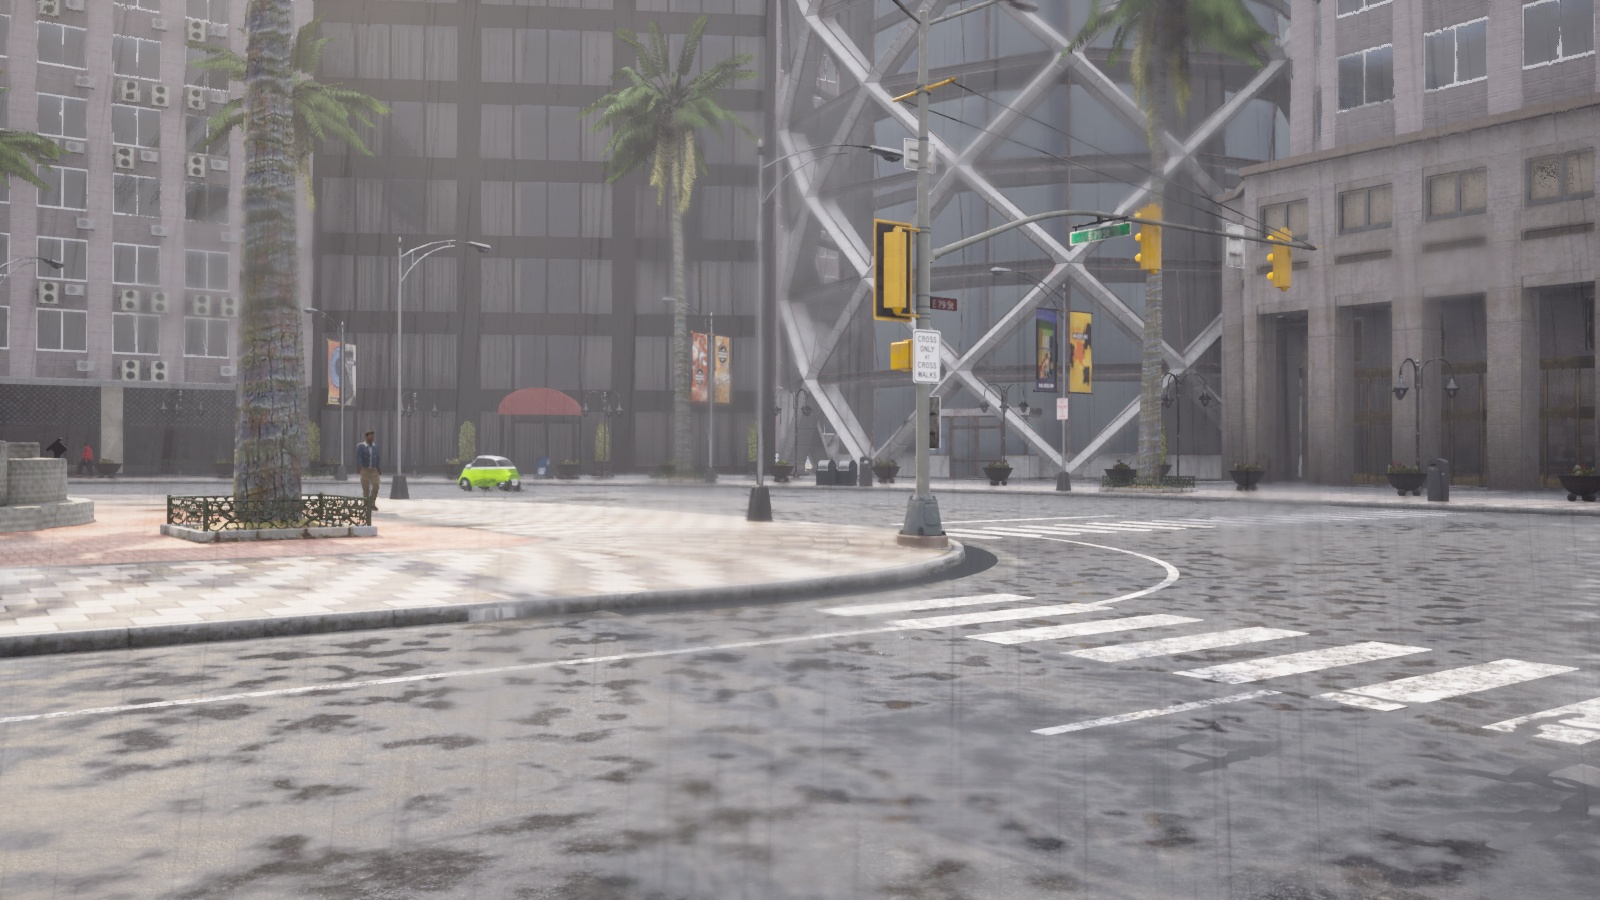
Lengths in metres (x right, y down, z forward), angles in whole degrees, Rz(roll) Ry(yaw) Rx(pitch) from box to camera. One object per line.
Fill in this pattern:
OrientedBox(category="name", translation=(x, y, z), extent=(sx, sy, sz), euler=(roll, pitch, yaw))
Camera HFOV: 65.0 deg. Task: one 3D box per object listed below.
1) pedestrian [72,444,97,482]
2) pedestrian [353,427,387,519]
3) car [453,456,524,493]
OrientedBox(category="pedestrian", translation=(-35.101, 0.627, 61.631), extent=(0.899, 1.844, 0.634), euler=(0, 0, -11))
OrientedBox(category="pedestrian", translation=(-9.286, 0.488, 27.121), extent=(0.423, 1.949, 0.788), euler=(0, 0, -41))
OrientedBox(category="car", translation=(-12.062, 0.944, 48.647), extent=(2.207, 1.376, 1.481), euler=(0, 0, 20))
